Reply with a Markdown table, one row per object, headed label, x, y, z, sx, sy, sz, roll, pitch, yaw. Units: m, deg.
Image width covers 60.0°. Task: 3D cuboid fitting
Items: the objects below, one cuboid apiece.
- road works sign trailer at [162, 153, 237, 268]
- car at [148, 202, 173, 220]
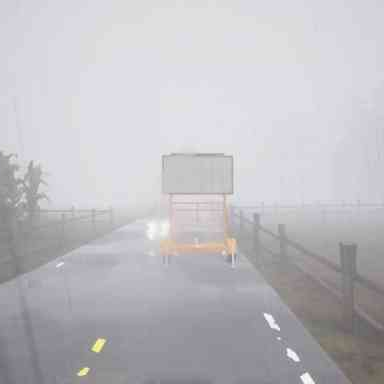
| label | x | y | z | sx | sy | sz | roll | pitch | yaw |
| --- | --- | --- | --- | --- | --- | --- | --- | --- | --- |
| road works sign trailer | 0.185 | 0.485 | 11.356 | 2.380 | 3.560 | 2.880 | 0 | 0 | -2 |
| car | -2.723 | 1.624 | 29.254 | 2.128 | 1.511 | 4.902 | 0 | -1 | 0 |
